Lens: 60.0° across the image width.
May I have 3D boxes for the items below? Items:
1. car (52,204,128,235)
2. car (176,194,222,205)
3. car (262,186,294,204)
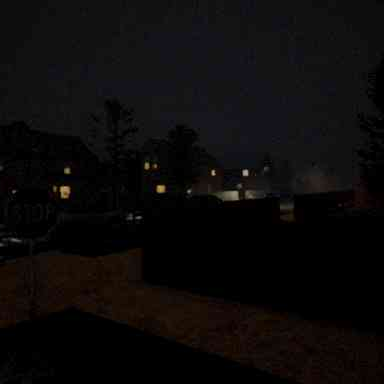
[{"bbox_3d":[-5.652,1.313,17.137,1.895,1.301,4.718,-1,1,36],"label":"car"},{"bbox_3d":[0.615,0.959,25.874,1.837,1.490,4.892,-1,1,36],"label":"car"},{"bbox_3d":[10.298,0.282,39.330,2.150,2.045,5.566,-1,1,36],"label":"car"}]
